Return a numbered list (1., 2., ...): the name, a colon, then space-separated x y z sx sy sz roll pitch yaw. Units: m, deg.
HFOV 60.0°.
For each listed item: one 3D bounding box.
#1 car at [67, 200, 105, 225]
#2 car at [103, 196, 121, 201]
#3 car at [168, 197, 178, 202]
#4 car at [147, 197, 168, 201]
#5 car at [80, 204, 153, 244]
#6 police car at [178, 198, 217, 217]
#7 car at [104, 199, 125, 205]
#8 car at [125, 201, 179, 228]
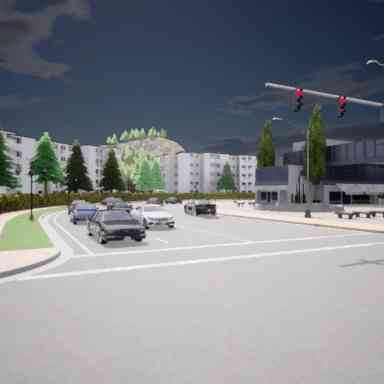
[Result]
1. car: -7.979 1.526 24.674 1.812 1.442 4.674 0 0 -24
2. car: -9.329 1.506 40.639 1.837 1.490 4.892 0 0 -7
3. car: -3.385 1.564 62.682 1.994 1.385 4.181 0 0 25
4. car: -5.797 1.547 52.525 2.033 1.411 5.357 0 0 8
5. car: -3.872 1.547 16.166 2.033 1.411 5.357 0 0 -27
6. police car: 0.669 1.426 31.934 1.930 1.638 5.238 0 0 -20
7. car: -6.315 1.564 29.611 1.994 1.385 4.181 0 0 -22
8. car: -2.702 1.526 21.636 1.812 1.442 4.674 0 0 -26
